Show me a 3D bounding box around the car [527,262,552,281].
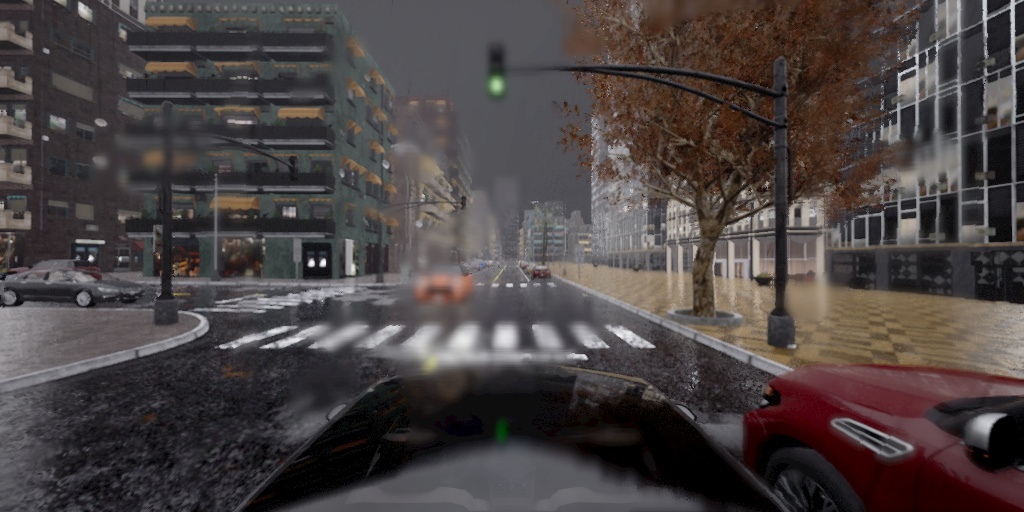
[{"bbox_3d":[2.656,1.478,32.886,1.888,1.381,4.507,0,0,0],"label":"car"}]

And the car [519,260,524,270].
[{"bbox_3d":[2.624,1.697,60.548,1.802,1.307,4.207,0,0,0],"label":"car"}]

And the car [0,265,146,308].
[{"bbox_3d":[-16.448,1.155,13.450,4.403,1.370,2.007,0,0,-1],"label":"car"}]

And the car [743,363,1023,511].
[{"bbox_3d":[2.693,1.058,0.499,2.192,1.841,5.009,0,0,0],"label":"car"}]

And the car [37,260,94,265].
[{"bbox_3d":[-27.644,0.944,21.706,4.097,1.591,1.967,0,0,-1],"label":"car"}]

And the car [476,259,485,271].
[{"bbox_3d":[-5.750,1.517,55.007,1.967,1.591,4.097,0,0,0],"label":"car"}]

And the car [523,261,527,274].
[{"bbox_3d":[2.643,1.529,44.121,1.751,1.417,4.829,0,0,0],"label":"car"}]

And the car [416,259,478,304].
[{"bbox_3d":[-3.017,1.179,17.040,2.097,1.767,4.553,0,0,0],"label":"car"}]
